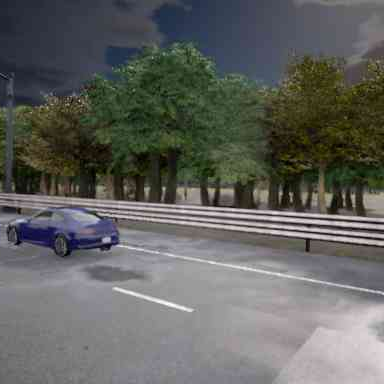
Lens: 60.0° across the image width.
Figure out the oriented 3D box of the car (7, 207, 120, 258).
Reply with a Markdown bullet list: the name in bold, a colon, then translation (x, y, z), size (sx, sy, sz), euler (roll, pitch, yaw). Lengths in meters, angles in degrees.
- **car**: translation (-4.470, 1.231, 11.451), size (4.674, 1.442, 1.812), euler (2, 1, 35)
